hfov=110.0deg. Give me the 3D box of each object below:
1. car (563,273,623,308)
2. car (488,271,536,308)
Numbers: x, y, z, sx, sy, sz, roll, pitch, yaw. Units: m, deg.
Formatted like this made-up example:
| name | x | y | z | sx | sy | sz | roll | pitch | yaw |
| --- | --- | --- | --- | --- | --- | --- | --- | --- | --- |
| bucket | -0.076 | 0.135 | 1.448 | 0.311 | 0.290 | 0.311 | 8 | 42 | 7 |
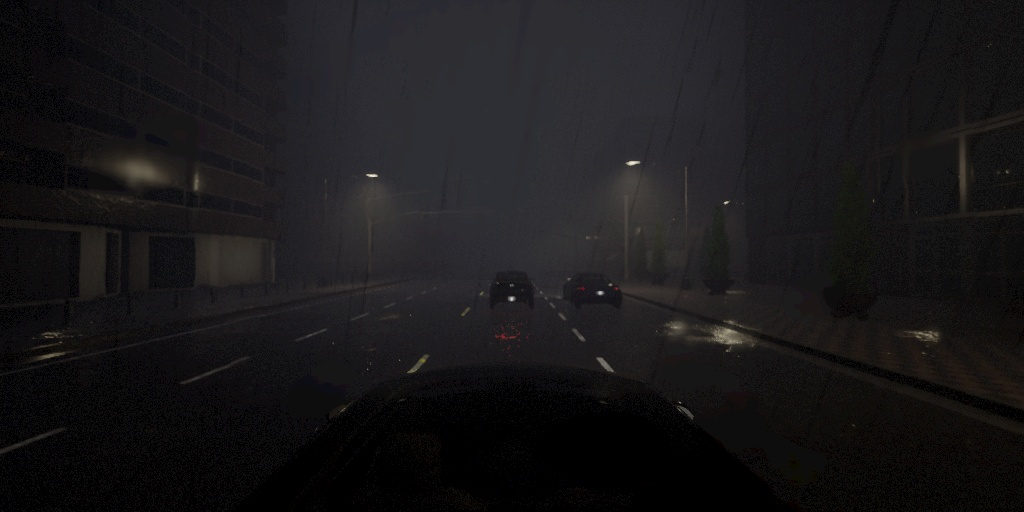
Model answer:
| name | x | y | z | sx | sy | sz | roll | pitch | yaw |
| --- | --- | --- | --- | --- | --- | --- | --- | --- | --- |
| car | 3.494 | 1.450 | 16.158 | 1.994 | 1.385 | 4.181 | 0 | 0 | 0 |
| car | -0.006 | 1.393 | 16.157 | 1.837 | 1.490 | 4.892 | 0 | 0 | 0 |
